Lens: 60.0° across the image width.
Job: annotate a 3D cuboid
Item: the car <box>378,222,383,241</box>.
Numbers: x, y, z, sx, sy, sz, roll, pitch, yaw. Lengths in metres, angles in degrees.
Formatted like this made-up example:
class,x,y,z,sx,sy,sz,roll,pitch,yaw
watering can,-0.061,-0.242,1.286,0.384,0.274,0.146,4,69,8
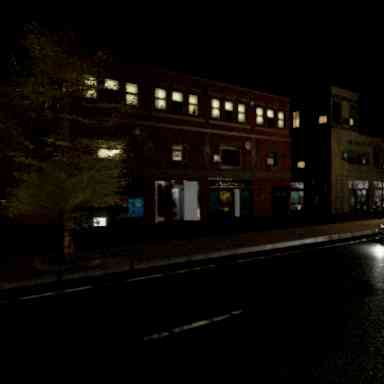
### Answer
class,x,y,z,sx,sy,sz,roll,pitch,yaw
car,10.252,1.462,14.985,4.674,1.442,1.812,0,0,-35
